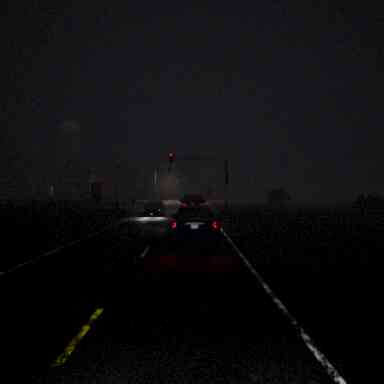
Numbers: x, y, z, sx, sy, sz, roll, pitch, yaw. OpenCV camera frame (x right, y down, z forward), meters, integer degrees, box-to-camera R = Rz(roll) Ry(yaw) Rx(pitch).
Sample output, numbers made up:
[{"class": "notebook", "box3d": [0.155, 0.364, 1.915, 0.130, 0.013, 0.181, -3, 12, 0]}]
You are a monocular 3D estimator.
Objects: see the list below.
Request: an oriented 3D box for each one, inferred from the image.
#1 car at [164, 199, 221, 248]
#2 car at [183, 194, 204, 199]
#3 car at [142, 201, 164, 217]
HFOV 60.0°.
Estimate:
[{"class": "car", "box3d": [0.099, 1.347, 14.851, 2.097, 1.767, 4.553, 0, 0, 0]}, {"class": "car", "box3d": [0.100, 1.209, 29.151, 2.150, 2.045, 5.566, 0, 0, 0]}, {"class": "car", "box3d": [-3.521, 1.533, 31.763, 2.033, 1.411, 5.357, 0, 0, 0]}]
